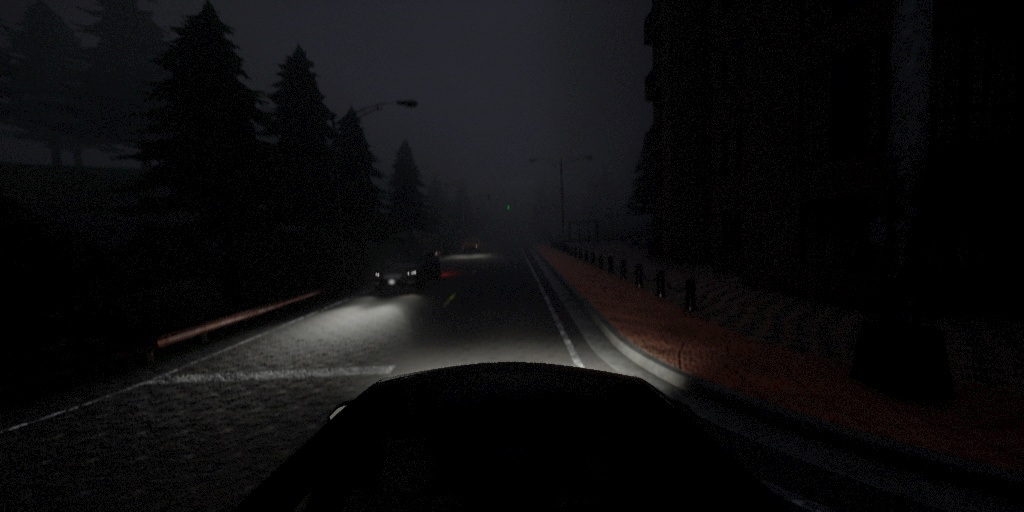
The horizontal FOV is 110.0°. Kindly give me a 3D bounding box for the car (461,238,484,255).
[{"bbox_3d":[-3.953,-1.044,36.082,1.882,1.535,5.008,-2,4,1],"label":"car"}]

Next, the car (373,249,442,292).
[{"bbox_3d":[-4.329,0.498,15.402,2.128,1.511,4.902,-2,4,1],"label":"car"}]
